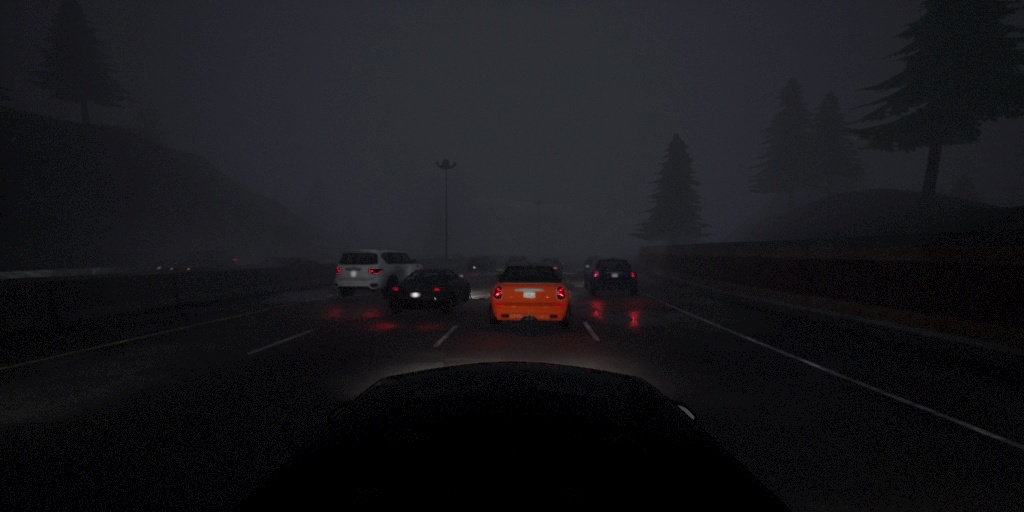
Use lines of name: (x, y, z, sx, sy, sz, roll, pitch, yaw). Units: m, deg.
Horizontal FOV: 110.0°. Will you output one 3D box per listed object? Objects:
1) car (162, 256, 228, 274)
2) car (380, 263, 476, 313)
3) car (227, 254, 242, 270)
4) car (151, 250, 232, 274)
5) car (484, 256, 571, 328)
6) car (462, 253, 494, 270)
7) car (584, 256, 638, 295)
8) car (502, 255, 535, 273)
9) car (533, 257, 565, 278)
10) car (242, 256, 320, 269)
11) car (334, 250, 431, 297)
car: (-22.429, 0.920, 26.720, 1.895, 1.301, 4.718, 0, 1, 10)
car: (-2.790, 1.128, 12.962, 1.994, 1.385, 4.181, 0, 1, 5)
car: (-18.666, 0.797, 27.838, 2.128, 1.511, 4.902, 0, 1, 10)
car: (-25.543, 0.500, 29.166, 2.150, 2.045, 5.566, 0, 1, 10)
car: (0.565, 0.951, 11.020, 2.097, 1.767, 4.553, 0, 1, 4)
car: (-2.810, 0.720, 34.406, 1.837, 1.490, 4.892, 0, 1, 13)
car: (4.786, 0.844, 17.859, 2.097, 1.767, 4.553, 0, 1, 7)
car: (0.745, 0.713, 34.248, 2.128, 1.511, 4.902, 0, 1, 13)
car: (3.090, 0.857, 28.994, 2.033, 1.411, 5.357, 0, 1, 12)
car: (-15.575, 0.845, 25.061, 2.128, 1.511, 4.902, 0, 1, 9)
car: (-5.944, 0.719, 16.812, 2.150, 2.045, 5.566, 0, 1, 7)
